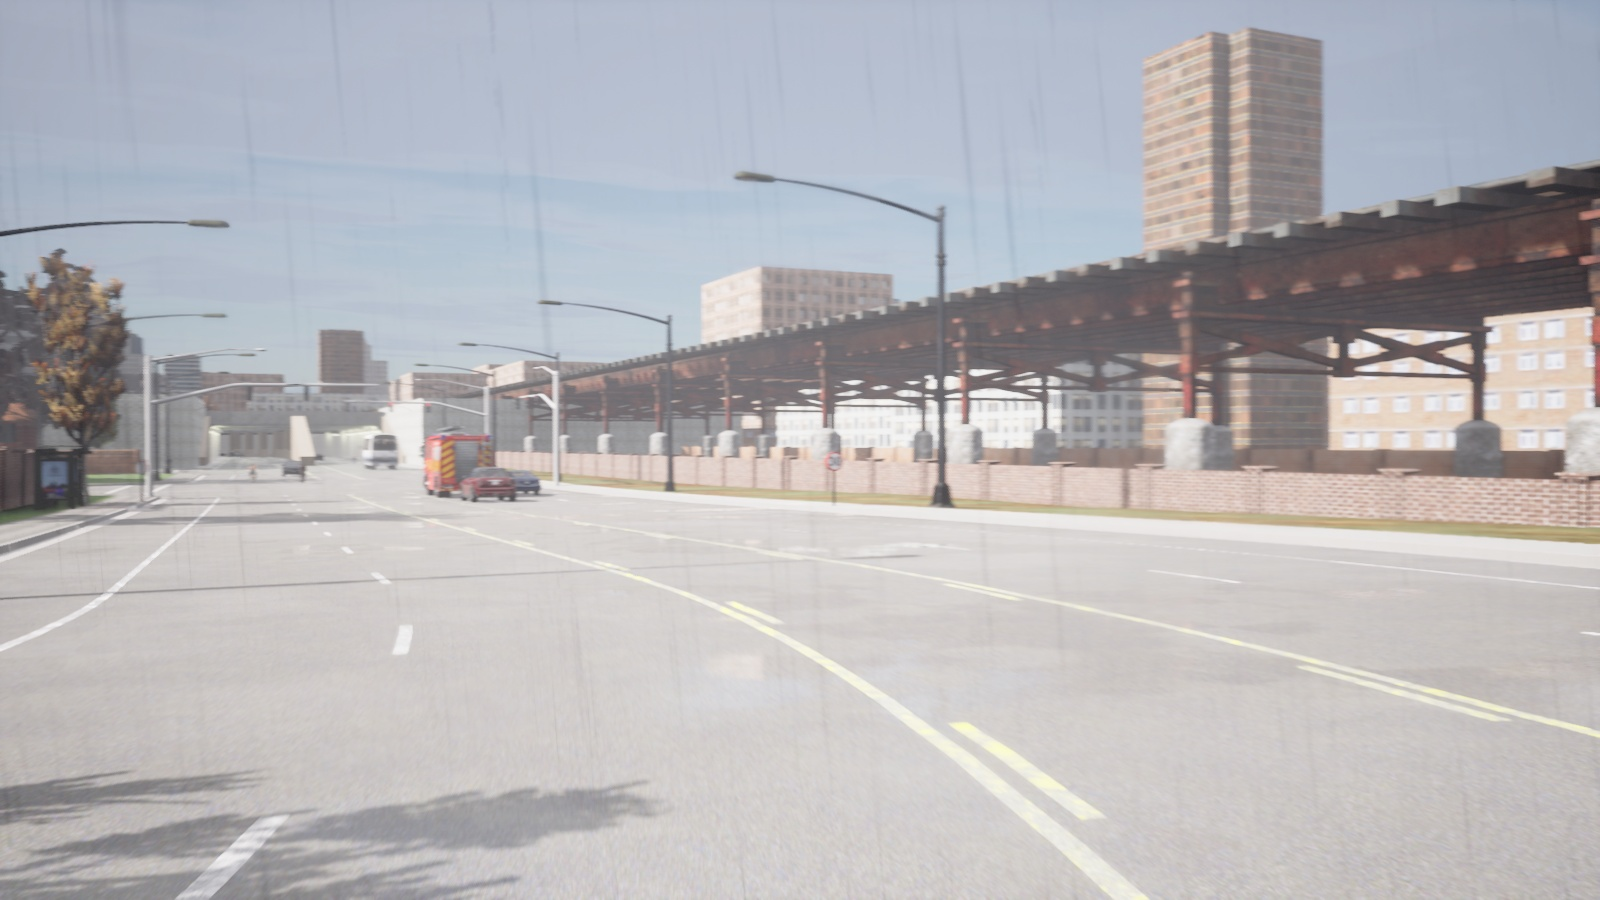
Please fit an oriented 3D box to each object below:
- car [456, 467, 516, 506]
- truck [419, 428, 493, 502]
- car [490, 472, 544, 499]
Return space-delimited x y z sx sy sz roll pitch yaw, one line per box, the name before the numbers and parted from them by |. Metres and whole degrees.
car | -15.383 1.743 61.372 2.097 1.767 4.553 -1 0 -24
truck | -19.380 0.826 70.386 2.891 3.827 8.468 -1 0 -22
car | -16.362 2.002 72.341 2.033 1.411 5.357 -1 0 -24
